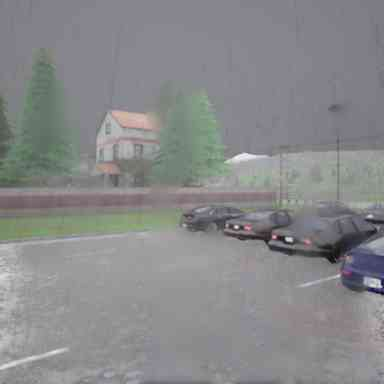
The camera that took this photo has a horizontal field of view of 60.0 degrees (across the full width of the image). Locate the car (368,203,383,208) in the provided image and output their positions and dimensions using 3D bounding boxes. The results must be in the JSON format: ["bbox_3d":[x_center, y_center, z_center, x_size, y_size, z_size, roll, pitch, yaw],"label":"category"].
[{"bbox_3d":[12.194,1.384,20.805,4.181,1.385,1.994,-1,0,-35],"label":"car"}]

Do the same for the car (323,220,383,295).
[{"bbox_3d":[5.138,1.457,7.313,4.674,1.442,1.812,0,0,-35],"label":"car"}]

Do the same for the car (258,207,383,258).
[{"bbox_3d":[4.997,1.461,11.487,5.357,1.411,2.033,-1,0,-35],"label":"car"}]

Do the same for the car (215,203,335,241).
[{"bbox_3d":[3.857,1.453,14.960,5.357,1.411,2.033,-1,0,-35],"label":"car"}]

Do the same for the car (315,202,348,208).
[{"bbox_3d":[9.708,1.373,23.332,5.357,1.411,2.033,-1,0,-35],"label":"car"}]

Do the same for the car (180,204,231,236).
[{"bbox_3d":[1.658,1.413,17.704,4.892,1.490,1.837,-1,0,-35],"label":"car"}]
